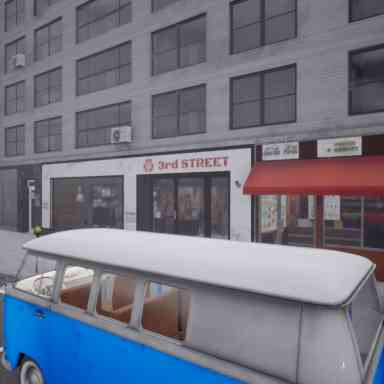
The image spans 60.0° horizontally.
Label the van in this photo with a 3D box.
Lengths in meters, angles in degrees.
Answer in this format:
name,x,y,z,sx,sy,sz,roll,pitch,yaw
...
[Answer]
name,x,y,z,sx,sy,sz,roll,pitch,yaw
van,-0.270,1.341,3.269,3.998,1.788,1.690,0,0,35
